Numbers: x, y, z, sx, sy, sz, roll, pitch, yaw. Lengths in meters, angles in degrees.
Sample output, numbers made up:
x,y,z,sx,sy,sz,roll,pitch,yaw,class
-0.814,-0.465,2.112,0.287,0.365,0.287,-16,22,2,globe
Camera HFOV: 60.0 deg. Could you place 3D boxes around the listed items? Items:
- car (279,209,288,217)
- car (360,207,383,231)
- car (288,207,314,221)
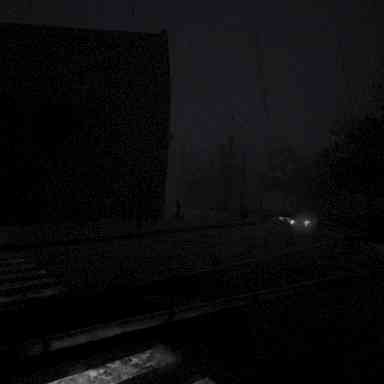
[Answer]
x,y,z,sx,sy,sz,roll,pitch,yaw,class
13.903,2.942,46.375,1.994,1.385,4.181,1,-3,43,car
13.928,1.874,22.400,2.097,1.767,4.553,4,-3,-33,car
13.328,2.593,39.866,1.882,1.535,5.008,1,-3,28,car
